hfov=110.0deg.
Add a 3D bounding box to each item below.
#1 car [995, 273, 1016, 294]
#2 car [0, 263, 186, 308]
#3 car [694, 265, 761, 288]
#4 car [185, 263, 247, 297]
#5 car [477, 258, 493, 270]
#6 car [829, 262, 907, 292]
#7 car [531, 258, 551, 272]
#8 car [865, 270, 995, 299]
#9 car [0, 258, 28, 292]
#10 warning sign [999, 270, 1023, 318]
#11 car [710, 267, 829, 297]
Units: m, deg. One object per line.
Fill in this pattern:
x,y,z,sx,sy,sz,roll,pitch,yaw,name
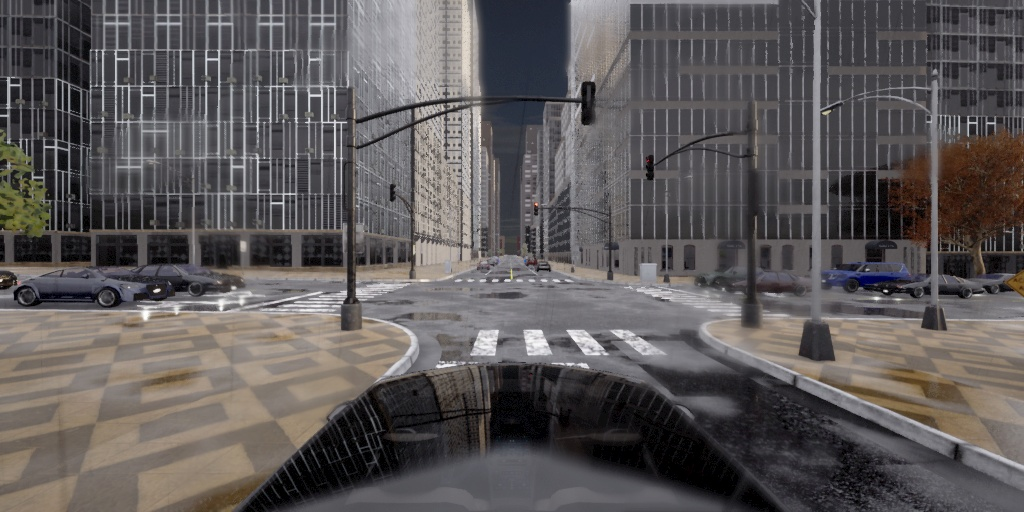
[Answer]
34.560,1.942,25.409,5.357,1.411,2.033,1,0,-3,car
-15.083,1.063,13.133,4.181,1.385,1.994,1,0,-3,car
14.990,1.396,24.498,4.553,1.767,2.097,1,0,-3,car
-15.357,1.040,16.408,5.357,1.411,2.033,1,0,0,car
-4.043,1.342,51.180,1.802,1.307,4.207,0,0,0,car
24.333,1.433,24.933,5.566,2.045,2.150,1,0,-3,car
3.912,1.329,45.690,1.948,1.339,4.313,0,0,0,car
25.181,1.775,21.721,5.357,1.411,2.033,1,0,-3,car
-25.279,0.816,15.914,4.892,1.490,1.837,1,0,-3,car
17.271,1.204,11.892,1.060,1.860,1.300,0,0,-3,warning sign
15.122,1.595,21.250,5.357,1.411,2.033,1,0,-3,car
